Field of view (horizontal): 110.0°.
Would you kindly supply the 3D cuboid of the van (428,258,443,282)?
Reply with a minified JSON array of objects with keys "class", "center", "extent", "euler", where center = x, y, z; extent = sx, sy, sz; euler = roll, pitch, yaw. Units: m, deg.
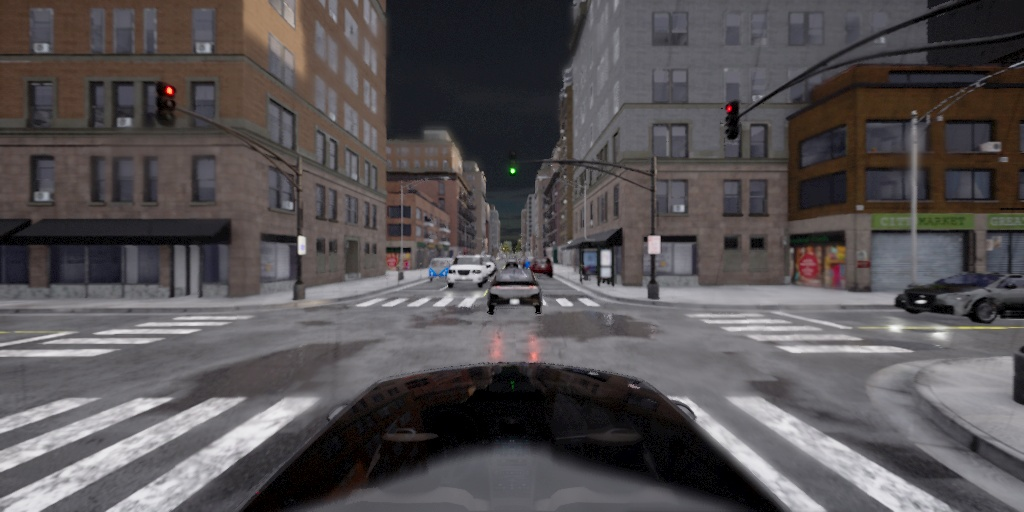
[{"class":"van","center":[-5.415,1.044,28.194],"extent":[1.690,1.789,3.998],"euler":[0,0,0]}]

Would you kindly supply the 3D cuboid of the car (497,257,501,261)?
[{"class":"car","center":[-2.847,1.164,44.774],"extent":[2.128,1.511,4.902],"euler":[0,0,0]}]

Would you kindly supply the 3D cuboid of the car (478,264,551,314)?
[{"class":"car","center":[0.089,1.215,13.665],"extent":[2.128,1.511,4.902],"euler":[0,0,0]}]

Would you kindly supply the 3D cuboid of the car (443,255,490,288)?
[{"class":"car","center":[-2.859,0.932,23.895],"extent":[2.150,2.045,5.566],"euler":[0,0,0]}]

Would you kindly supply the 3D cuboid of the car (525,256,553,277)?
[{"class":"car","center":[2.697,1.007,33.604],"extent":[2.192,1.841,5.009],"euler":[0,0,0]}]

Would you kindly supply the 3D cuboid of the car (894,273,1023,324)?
[{"class":"car","center":[14.652,1.226,11.107],"extent":[4.181,1.385,1.994],"euler":[0,0,0]}]

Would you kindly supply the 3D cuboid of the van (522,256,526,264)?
[{"class":"van","center":[2.678,1.004,49.823],"extent":[1.690,1.789,3.998],"euler":[0,0,0]}]

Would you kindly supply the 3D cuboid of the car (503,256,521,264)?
[{"class":"car","center":[-0.013,1.136,52.569],"extent":[1.882,1.535,5.008],"euler":[0,0,0]}]

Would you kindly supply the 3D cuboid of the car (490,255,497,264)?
[{"class":"car","center":[-2.860,0.914,34.319],"extent":[2.150,2.045,5.566],"euler":[0,0,0]}]
